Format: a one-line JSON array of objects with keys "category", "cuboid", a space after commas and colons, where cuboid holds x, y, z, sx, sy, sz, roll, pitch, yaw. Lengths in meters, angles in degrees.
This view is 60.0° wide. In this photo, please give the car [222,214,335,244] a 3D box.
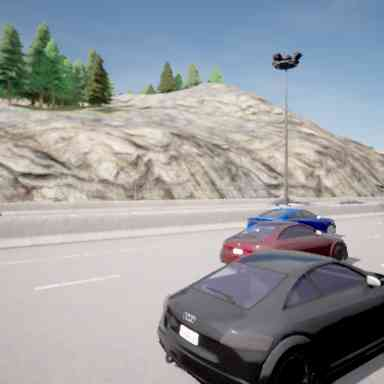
[{"category": "car", "cuboid": [2.863, 1.568, 10.090, 4.181, 1.385, 1.994, 0, 0, -36]}]

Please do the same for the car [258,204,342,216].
[{"category": "car", "cuboid": [4.790, 1.484, 15.765, 5.008, 1.535, 1.882, 0, 0, -36]}]

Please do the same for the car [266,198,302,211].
[{"category": "car", "cuboid": [11.782, 1.542, 42.481, 4.674, 1.442, 1.812, 0, 0, -35]}]

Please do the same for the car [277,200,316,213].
[{"category": "car", "cuboid": [12.134, 1.616, 38.439, 4.718, 1.301, 1.895, 0, 0, -35]}]

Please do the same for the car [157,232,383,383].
[{"category": "car", "cuboid": [1.598, 1.566, 4.884, 4.181, 1.385, 1.994, 0, 0, -36]}]
